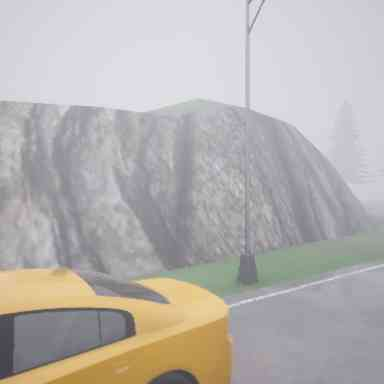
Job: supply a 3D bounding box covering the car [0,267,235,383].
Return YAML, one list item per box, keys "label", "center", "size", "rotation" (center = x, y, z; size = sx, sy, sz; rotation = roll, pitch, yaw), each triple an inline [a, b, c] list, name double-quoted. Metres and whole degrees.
- label: "car"
  center: [-1.910, 1.477, 2.627]
  size: [5.008, 1.535, 1.882]
  rotation: [0, 0, -36]
